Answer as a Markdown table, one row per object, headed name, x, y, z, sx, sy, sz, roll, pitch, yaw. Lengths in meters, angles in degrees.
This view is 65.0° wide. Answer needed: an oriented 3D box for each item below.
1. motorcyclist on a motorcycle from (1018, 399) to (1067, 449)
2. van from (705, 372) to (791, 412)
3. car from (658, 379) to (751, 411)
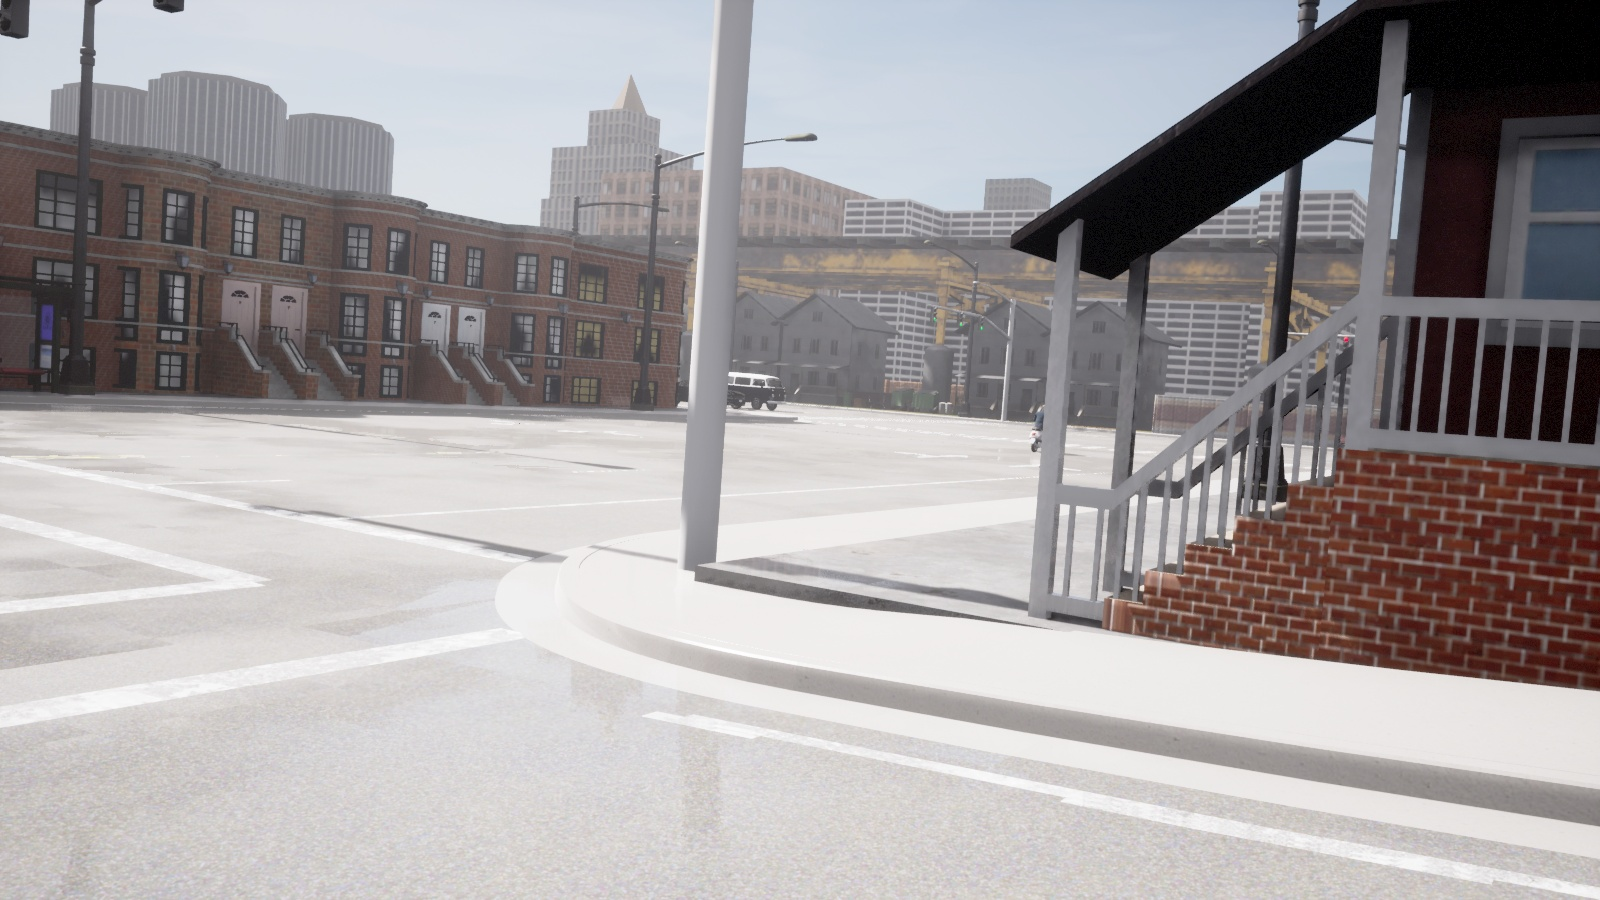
| name | x | y | z | sx | sy | sz | roll | pitch | yaw |
| --- | --- | --- | --- | --- | --- | --- | --- | --- | --- |
| motorcyclist on a motorcycle | 8.082 | -0.857 | 41.775 | 0.866 | 1.590 | 1.817 | 5 | 4 | 34 |
| van | -3.020 | -3.350 | 72.557 | 4.480 | 2.038 | 2.069 | 5 | 4 | 34 |
| car | -5.343 | -3.072 | 69.899 | 5.008 | 1.535 | 1.882 | 5 | 4 | 34 |
